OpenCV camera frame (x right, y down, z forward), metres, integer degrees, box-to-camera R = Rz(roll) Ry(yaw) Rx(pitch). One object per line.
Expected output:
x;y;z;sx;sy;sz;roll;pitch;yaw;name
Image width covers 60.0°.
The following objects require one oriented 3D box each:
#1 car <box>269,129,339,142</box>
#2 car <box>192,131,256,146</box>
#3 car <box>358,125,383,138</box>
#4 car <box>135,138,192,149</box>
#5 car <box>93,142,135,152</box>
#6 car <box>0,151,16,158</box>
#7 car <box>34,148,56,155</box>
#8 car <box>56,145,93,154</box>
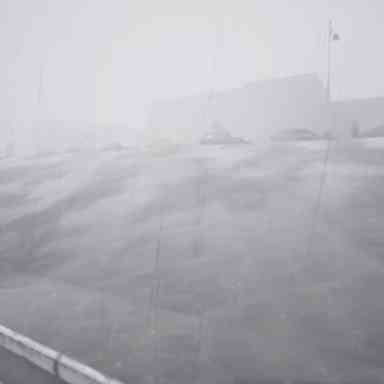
7.716;-3.581;22.973;4.792;1.488;2.163;2;1;29;car
2.724;-3.877;25.771;4.553;1.767;2.185;2;1;31;car
12.579;-3.436;20.367;4.674;1.452;2.002;2;1;28;car
-2.031;-3.887;28.586;5.008;1.535;2.097;2;1;32;car
-6.743;-3.982;31.514;4.674;1.452;2.002;2;1;33;car
-24.998;-4.591;43.795;4.553;1.767;2.185;1;1;34;car
-15.957;-4.266;37.640;4.892;1.521;2.231;1;1;34;car
-11.390;-4.153;34.541;4.892;1.521;2.231;1;1;34;car
